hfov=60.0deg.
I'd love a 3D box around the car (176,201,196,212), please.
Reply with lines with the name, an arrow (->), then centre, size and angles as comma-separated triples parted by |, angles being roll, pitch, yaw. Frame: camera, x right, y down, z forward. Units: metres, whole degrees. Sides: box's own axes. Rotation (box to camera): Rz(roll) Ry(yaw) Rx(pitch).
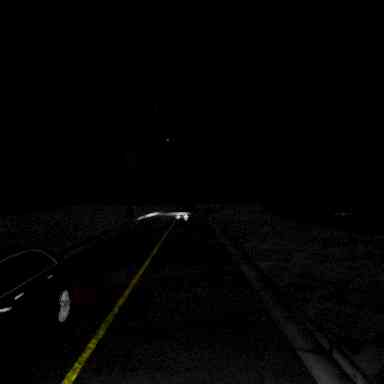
car -> -0.777, 2.039, 46.886 | 2.128, 1.511, 4.902 | 0, -1, 16

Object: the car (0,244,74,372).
car -> -3.102, 1.555, 4.351 | 1.837, 1.490, 4.892 | 0, -1, 0
